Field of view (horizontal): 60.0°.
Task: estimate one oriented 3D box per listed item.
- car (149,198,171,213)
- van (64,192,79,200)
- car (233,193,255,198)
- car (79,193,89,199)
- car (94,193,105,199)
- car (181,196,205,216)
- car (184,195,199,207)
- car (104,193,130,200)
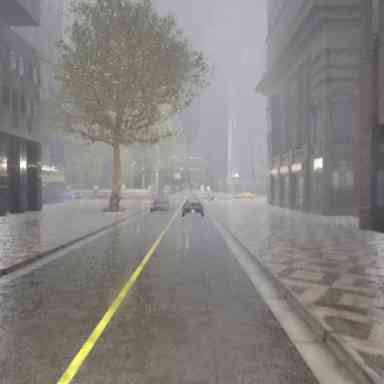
[{"bbox_3d":[-3.102,1.351,33.632,2.033,1.411,5.357,0,0,0],"label":"car"},{"bbox_3d":[-26.001,0.926,68.173,3.998,1.788,1.690,0,1,0],"label":"van"},{"bbox_3d":[11.910,0.704,76.481,4.829,1.417,1.752,-1,2,0],"label":"car"},{"bbox_3d":[-25.962,0.990,76.703,4.403,1.369,2.008,0,1,0],"label":"car"},{"bbox_3d":[-20.437,0.995,76.671,4.206,1.307,1.802,0,1,0],"label":"car"},{"bbox_3d":[0.086,1.336,29.983,1.837,1.490,4.892,0,0,0],"label":"car"},{"bbox_3d":[-0.008,1.220,47.336,2.033,1.411,5.357,0,1,0],"label":"car"},{"bbox_3d":[-14.950,1.079,68.114,4.403,1.369,2.008,0,1,0],"label":"car"}]
